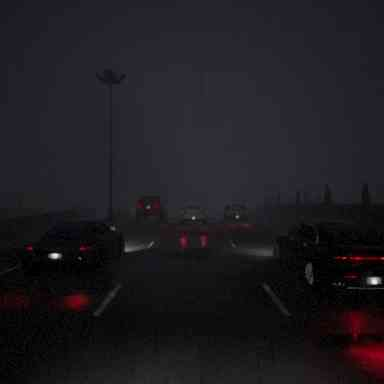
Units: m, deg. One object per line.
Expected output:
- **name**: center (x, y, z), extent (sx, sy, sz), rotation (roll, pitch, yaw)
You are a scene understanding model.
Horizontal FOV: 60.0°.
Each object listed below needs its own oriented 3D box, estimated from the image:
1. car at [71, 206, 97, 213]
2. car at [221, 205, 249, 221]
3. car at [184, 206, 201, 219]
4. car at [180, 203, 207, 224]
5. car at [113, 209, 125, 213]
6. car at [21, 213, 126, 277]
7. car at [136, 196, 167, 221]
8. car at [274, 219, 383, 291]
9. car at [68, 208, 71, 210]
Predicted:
- **car**: center (-14.008, 2.797, 44.432), extent (1.837, 1.490, 4.892), rotation (0, -6, 0)
- **car**: center (3.597, 1.760, 28.551), extent (1.895, 1.301, 4.718), rotation (0, -2, 0)
- **car**: center (0.096, 2.667, 42.783), extent (2.033, 1.411, 5.357), rotation (0, -6, 0)
- **car**: center (0.099, 1.575, 24.746), extent (1.812, 1.442, 4.674), rotation (0, -1, 0)
- **car**: center (-10.502, 3.134, 47.107), extent (2.033, 1.411, 5.357), rotation (0, -7, 0)
- **car**: center (-3.401, 1.559, 10.263), extent (1.994, 1.385, 4.181), rotation (0, 0, 0)
- **car**: center (-3.403, 1.383, 28.651), extent (2.150, 2.045, 5.566), rotation (0, -2, 0)
- **car**: center (3.599, 1.500, 8.988), extent (1.837, 1.490, 4.892), rotation (0, 0, 0)
- **car**: center (-17.505, 3.169, 50.858), extent (2.150, 2.045, 5.566), rotation (0, -7, 0)
